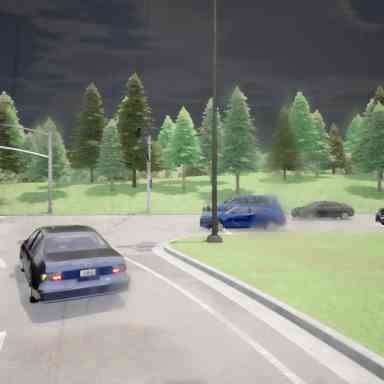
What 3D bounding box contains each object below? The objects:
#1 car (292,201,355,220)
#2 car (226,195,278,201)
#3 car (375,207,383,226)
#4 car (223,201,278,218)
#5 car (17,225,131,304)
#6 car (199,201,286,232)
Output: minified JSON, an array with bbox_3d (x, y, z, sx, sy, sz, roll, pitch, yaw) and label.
[{"bbox_3d":[10.702,1.505,27.207,4.892,1.490,1.837,0,0,-5],"label":"car"},{"bbox_3d":[3.441,1.224,23.094,5.566,2.045,2.150,0,0,-5],"label":"car"},{"bbox_3d":[14.344,1.220,20.484,5.566,2.045,2.150,0,0,-5],"label":"car"},{"bbox_3d":[5.255,1.526,30.257,4.674,1.442,1.812,0,0,-5],"label":"car"},{"bbox_3d":[-3.195,1.548,8.352,2.033,1.411,5.357,0,0,-30],"label":"car"},{"bbox_3d":[2.923,1.478,19.540,5.008,1.535,1.882,0,0,-5],"label":"car"}]
